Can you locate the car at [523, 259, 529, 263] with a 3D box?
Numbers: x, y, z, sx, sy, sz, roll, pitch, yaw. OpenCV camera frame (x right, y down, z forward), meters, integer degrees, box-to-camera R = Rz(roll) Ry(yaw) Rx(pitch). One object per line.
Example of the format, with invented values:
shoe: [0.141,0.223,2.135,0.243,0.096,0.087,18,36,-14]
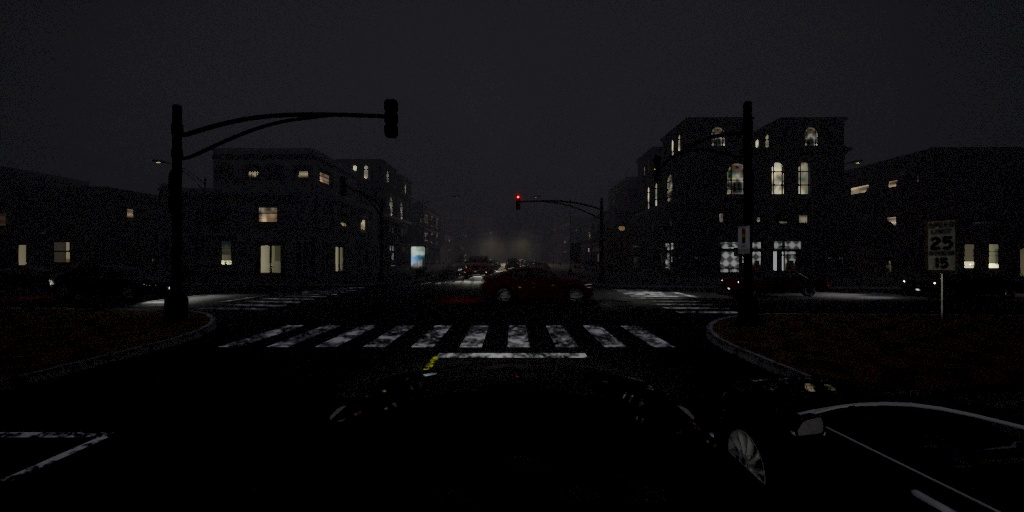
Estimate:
car: [2.690,1.338,45.003,1.802,1.307,4.207,0,0,0]

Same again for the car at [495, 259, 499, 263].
car: [-3.095,1.247,43.438,2.128,1.511,4.902,0,0,1]

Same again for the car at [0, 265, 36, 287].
car: [-30.820,1.228,22.439,4.207,1.307,1.802,0,0,1]

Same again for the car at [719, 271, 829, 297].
car: [13.801,1.433,19.158,4.718,1.301,1.895,0,0,1]

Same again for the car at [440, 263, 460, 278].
car: [-5.690,1.336,33.974,1.802,1.307,4.207,0,0,0]

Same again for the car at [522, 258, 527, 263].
car: [2.690,1.311,61.570,2.007,1.370,4.403,0,0,0]

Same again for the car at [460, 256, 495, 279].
car: [-3.112,0.976,33.511,2.150,2.045,5.566,0,0,1]

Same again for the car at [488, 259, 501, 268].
car: [-3.051,1.308,63.081,2.033,1.411,5.357,0,0,1]

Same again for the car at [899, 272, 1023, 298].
car: [23.750,1.482,19.011,4.718,1.301,1.895,0,0,1]

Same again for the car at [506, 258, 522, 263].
car: [0.100,1.111,55.857,2.097,1.767,4.553,0,0,0]

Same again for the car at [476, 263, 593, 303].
car: [1.103,1.229,16.151,5.008,1.535,1.882,0,0,1]

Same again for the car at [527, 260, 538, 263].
car: [2.690,1.320,33.961,1.948,1.339,4.313,0,0,0]

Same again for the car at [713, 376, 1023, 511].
car: [2.691,1.300,1.571,2.007,1.370,4.403,0,0,0]

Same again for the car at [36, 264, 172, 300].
car: [-18.076,1.171,16.451,4.892,1.490,1.837,1,0,1]
